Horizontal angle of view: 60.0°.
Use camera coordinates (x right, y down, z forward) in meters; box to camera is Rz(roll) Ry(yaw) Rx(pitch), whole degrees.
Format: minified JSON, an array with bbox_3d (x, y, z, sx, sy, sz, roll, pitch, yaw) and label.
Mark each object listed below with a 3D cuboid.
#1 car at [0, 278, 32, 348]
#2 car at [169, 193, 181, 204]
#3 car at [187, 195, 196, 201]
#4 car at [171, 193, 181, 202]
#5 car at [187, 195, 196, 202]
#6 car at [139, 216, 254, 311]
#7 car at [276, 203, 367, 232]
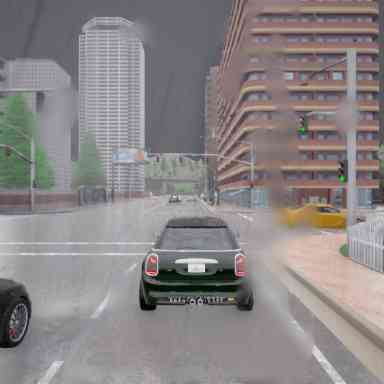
[{"bbox_3d":[-3.431,1.526,3.317,1.812,1.442,4.674,0,0,0],"label":"car"},{"bbox_3d":[-3.525,1.491,66.085,2.128,1.511,4.902,0,0,0],"label":"car"},{"bbox_3d":[-0.161,1.506,85.343,2.128,1.511,4.902,0,0,0],"label":"car"},{"bbox_3d":[-3.643,1.219,76.086,2.150,2.045,5.566,0,0,0],"label":"car"},{"bbox_3d":[-0.144,1.518,76.344,1.812,1.442,4.674,0,0,0],"label":"car"},{"bbox_3d":[0.098,1.352,7.936,2.097,1.767,4.553,0,0,1],"label":"car"},{"bbox_3d":[7.385,1.421,19.059,5.008,1.535,1.882,0,0,-4],"label":"car"}]
